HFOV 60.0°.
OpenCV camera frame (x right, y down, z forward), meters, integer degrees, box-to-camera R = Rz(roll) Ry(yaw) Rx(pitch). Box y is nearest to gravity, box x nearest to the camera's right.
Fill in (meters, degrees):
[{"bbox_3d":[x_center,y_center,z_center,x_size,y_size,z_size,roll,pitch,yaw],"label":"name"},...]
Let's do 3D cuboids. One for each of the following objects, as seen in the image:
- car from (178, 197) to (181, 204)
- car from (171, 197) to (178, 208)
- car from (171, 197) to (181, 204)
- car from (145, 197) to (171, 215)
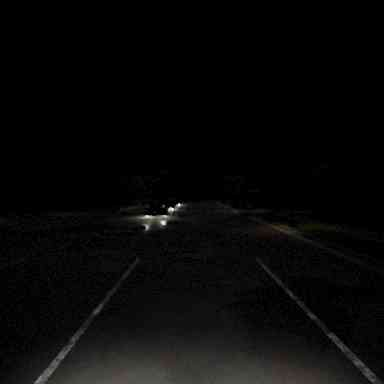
[{"bbox_3d":[-3.495,1.701,62.037,1.812,1.442,4.674,0,0,0],"label":"car"},{"bbox_3d":[-3.550,1.705,49.603,1.994,1.385,4.181,0,0,1],"label":"car"},{"bbox_3d":[-3.481,1.799,72.177,1.895,1.301,4.718,0,0,0],"label":"car"},{"bbox_3d":[-3.582,1.417,34.207,2.097,1.767,4.553,0,-1,0],"label":"car"}]
